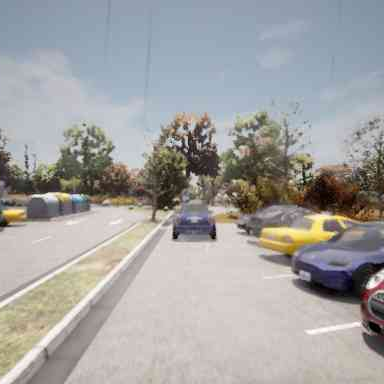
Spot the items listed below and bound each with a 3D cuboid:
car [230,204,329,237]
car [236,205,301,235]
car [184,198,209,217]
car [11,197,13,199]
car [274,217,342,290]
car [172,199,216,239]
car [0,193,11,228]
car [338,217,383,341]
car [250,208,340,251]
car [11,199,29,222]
[{"bbox_3d":[4.852,1.494,18.545,4.892,1.521,2.231,1,0,-20],"label":"car"},{"bbox_3d":[4.836,1.494,15.151,4.892,1.521,2.231,1,0,-20],"label":"car"},{"bbox_3d":[0.527,1.439,32.248,1.882,1.535,5.008,0,0,6],"label":"car"},{"bbox_3d":[-30.342,1.548,54.673,2.185,1.767,4.553,1,-3,-19],"label":"car"},{"bbox_3d":[4.810,1.519,8.351,4.792,1.488,2.163,1,0,-20],"label":"car"},{"bbox_3d":[0.117,1.359,17.548,2.097,1.767,4.553,0,0,0],"label":"car"},{"bbox_3d":[-13.318,1.214,18.063,5.566,2.045,2.435,-1,0,-20],"label":"car"},{"bbox_3d":[4.864,1.363,4.982,4.553,1.767,2.185,1,0,-20],"label":"car"},{"bbox_3d":[5.011,1.491,11.826,5.366,1.575,1.946,1,0,-20],"label":"car"},{"bbox_3d":[-13.453,1.451,21.038,5.366,1.575,1.946,-1,1,-20],"label":"car"}]
